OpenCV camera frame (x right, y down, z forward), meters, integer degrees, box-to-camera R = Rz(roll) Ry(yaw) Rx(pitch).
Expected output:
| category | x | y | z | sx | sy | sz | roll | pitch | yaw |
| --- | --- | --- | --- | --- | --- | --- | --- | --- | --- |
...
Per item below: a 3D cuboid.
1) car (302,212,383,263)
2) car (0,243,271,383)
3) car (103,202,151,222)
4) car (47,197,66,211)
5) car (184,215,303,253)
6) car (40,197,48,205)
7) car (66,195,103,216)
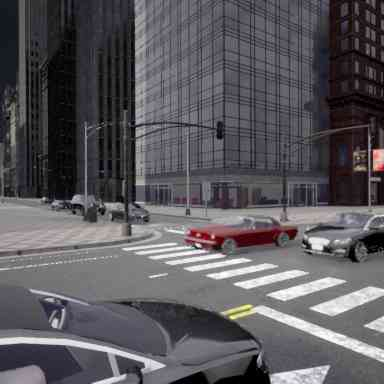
| category | x | y | z | sx | sy | sz | roll | pitch | yaw |
| --- | --- | --- | --- | --- | --- | --- | --- | --- | --- |
| car | 5.973 | 1.492 | 12.017 | 4.902 | 1.511 | 2.128 | 0 | 0 | -36 |
| car | -1.493 | 1.491 | 2.373 | 4.902 | 1.511 | 2.128 | 0 | 0 | -36 |
| car | -4.991 | 1.555 | 26.028 | 1.837 | 1.490 | 4.892 | 0 | 0 | -35 |
| car | -16.541 | 1.660 | 42.328 | 1.994 | 1.385 | 4.181 | 0 | 0 | -36 |
| car | 2.027 | 1.601 | 13.179 | 4.718 | 1.301 | 1.895 | 0 | 0 | -36 |
| car | -27.626 | 1.652 | 63.473 | 1.837 | 1.490 | 4.892 | 0 | 0 | -35 |
| car | -10.741 | 1.293 | 34.130 | 2.150 | 2.045 | 5.566 | 0 | 0 | -36 |
